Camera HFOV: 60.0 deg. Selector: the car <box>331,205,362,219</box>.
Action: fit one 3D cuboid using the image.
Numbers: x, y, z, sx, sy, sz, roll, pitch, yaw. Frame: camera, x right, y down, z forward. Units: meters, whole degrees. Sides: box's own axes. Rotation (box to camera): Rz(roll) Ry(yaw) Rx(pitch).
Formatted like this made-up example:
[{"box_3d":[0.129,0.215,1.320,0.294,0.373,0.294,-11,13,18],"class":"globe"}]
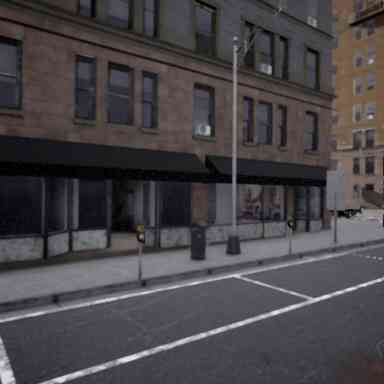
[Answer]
[{"box_3d":[11.174,1.472,27.865,1.895,1.301,4.718,1,0,-35],"class":"car"}]
